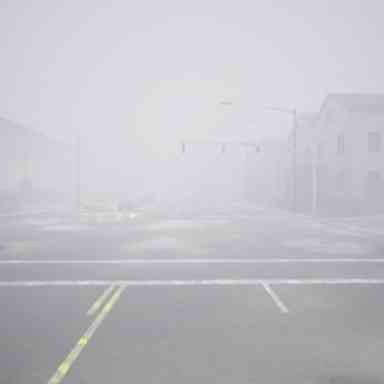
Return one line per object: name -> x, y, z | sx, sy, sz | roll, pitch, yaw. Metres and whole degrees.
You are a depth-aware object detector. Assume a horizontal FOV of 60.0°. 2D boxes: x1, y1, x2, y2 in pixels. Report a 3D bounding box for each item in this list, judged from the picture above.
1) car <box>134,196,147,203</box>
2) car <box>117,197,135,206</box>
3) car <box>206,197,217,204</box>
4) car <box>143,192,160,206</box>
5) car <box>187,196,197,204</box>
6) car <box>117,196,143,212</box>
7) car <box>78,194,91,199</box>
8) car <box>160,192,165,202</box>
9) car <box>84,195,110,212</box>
car -> -10.498, 1.449, 68.503 | 1.994, 1.385, 4.181 | 0, 0, 0
car -> -10.566, 1.527, 53.442 | 1.895, 1.301, 4.718 | 0, 0, 0
car -> 3.501, 1.515, 61.183 | 1.895, 1.301, 4.718 | 0, 0, 0
car -> -7.056, 1.149, 54.883 | 2.150, 2.045, 5.566 | 0, 0, 0
car -> 0.002, 1.407, 61.152 | 2.128, 1.511, 4.902 | 0, 0, 0
car -> -7.091, 1.452, 37.293 | 1.837, 1.490, 4.892 | 0, 0, 0
car -> -28.208, 1.176, 86.916 | 1.853, 1.218, 4.536 | 0, 0, -36
car -> -6.998, 1.007, 70.218 | 2.150, 2.045, 5.566 | 0, 0, 0
car -> -10.591, 1.426, 37.381 | 1.882, 1.535, 5.008 | 0, 0, 0
